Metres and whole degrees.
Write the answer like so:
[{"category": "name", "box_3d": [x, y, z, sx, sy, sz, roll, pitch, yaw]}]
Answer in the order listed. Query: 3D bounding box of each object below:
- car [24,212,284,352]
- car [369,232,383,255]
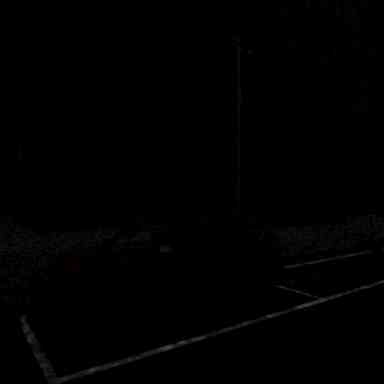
[{"category": "car", "box_3d": [-0.370, 1.346, 6.387, 5.009, 1.841, 2.192, 1, 0, -36]}, {"category": "car", "box_3d": [8.665, 1.661, 12.835, 4.829, 1.417, 1.752, 1, 0, -36]}]
